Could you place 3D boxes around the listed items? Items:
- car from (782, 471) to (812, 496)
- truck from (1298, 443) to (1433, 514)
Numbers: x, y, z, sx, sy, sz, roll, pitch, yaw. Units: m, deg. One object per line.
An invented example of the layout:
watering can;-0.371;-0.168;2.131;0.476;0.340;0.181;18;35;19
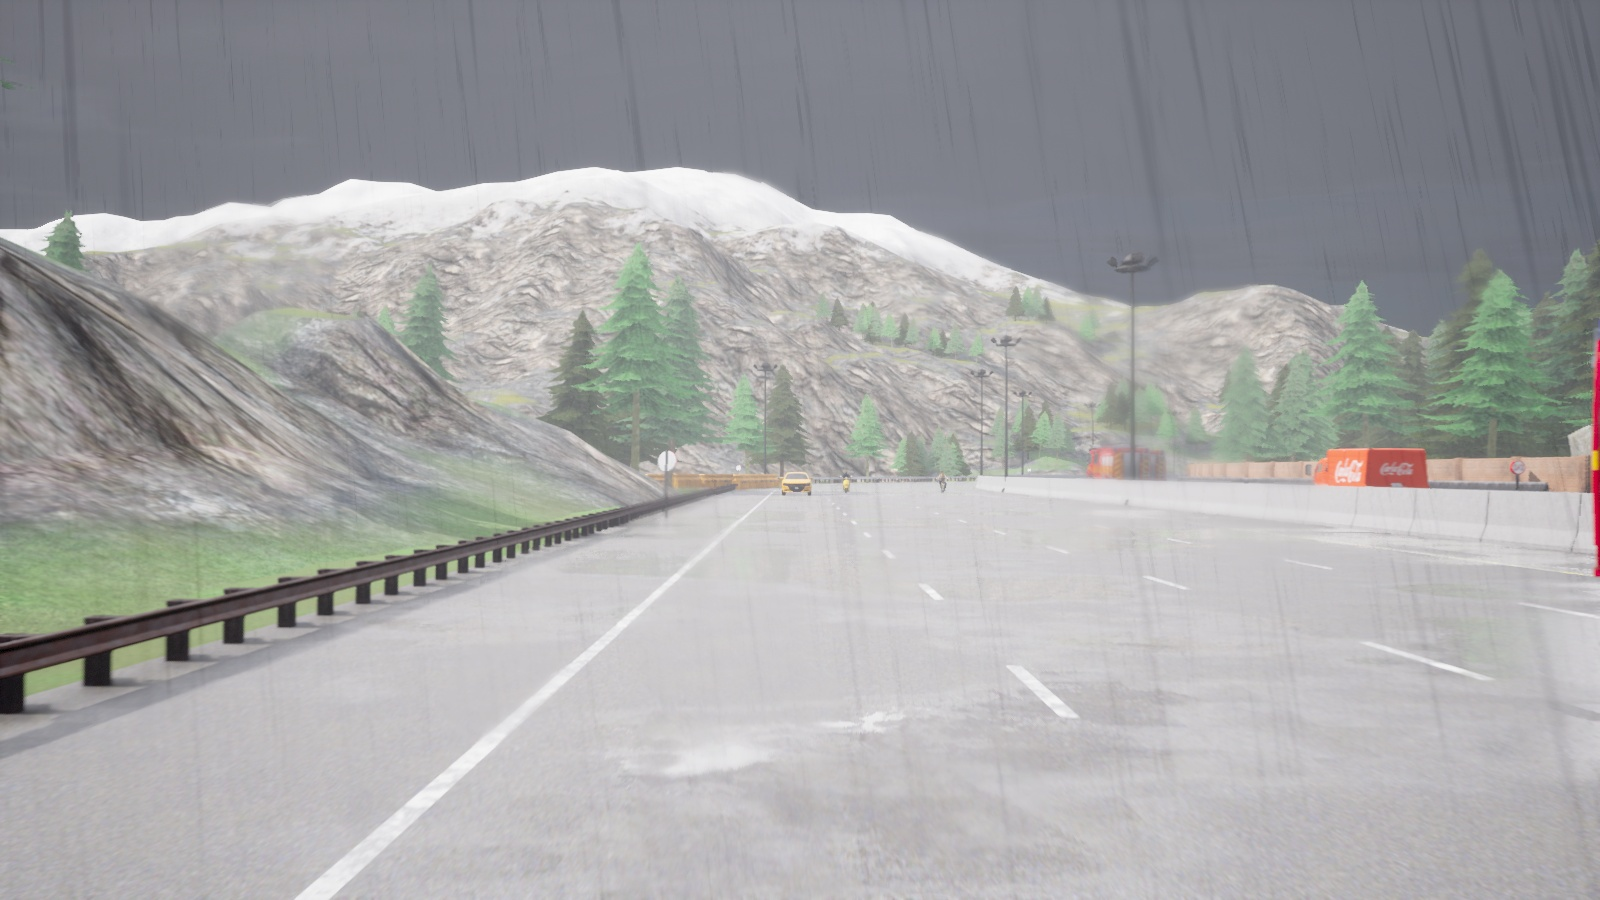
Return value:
car;-0.195;2.142;80.550;1.882;1.535;5.008;0;-1;0
truck;20.886;1.028;46.684;2.627;2.467;5.204;0;-1;0
